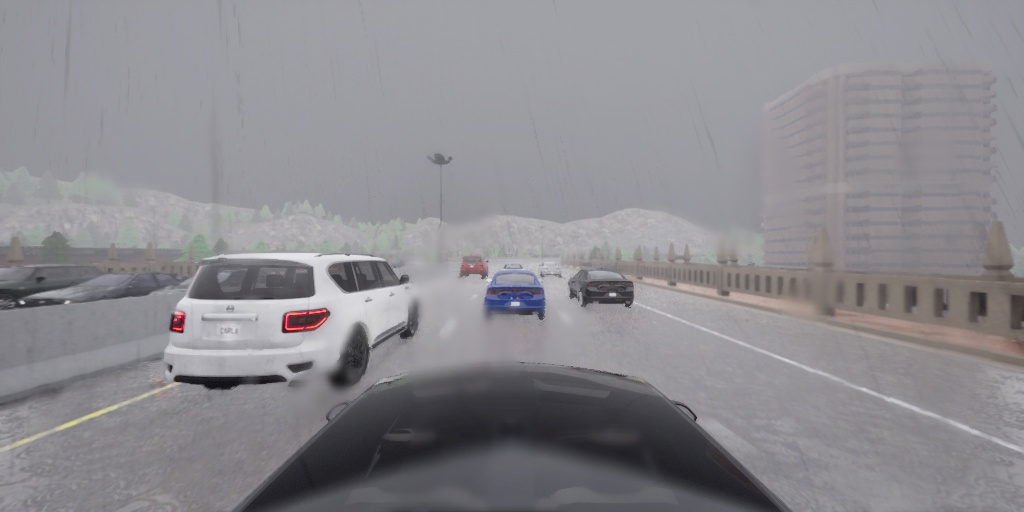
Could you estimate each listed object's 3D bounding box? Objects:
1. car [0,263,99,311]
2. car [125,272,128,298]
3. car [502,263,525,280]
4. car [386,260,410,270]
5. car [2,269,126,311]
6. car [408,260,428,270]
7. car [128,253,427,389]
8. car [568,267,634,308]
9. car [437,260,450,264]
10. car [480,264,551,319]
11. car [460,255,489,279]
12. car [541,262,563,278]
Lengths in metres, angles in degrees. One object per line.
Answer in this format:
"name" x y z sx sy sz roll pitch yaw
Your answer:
"car" -17.599 1.103 13.076 2.097 1.767 4.553 0 0 0
"car" -10.599 1.256 13.191 1.837 1.490 4.892 0 0 0
"car" 0.099 1.351 32.154 1.895 1.301 4.718 0 0 0
"car" -17.553 1.299 55.441 2.033 1.411 5.357 0 0 1
"car" -14.101 1.299 13.349 2.033 1.411 5.357 0 0 0
"car" -14.062 1.277 54.065 1.812 1.442 4.674 0 0 0
"car" -3.411 0.972 6.986 2.150 2.045 5.566 0 0 0
"car" 3.600 1.228 15.279 1.882 1.535 5.008 0 0 0
"car" -10.551 1.315 55.549 1.994 1.385 4.181 0 0 1
"car" 0.101 1.228 12.805 1.882 1.535 5.008 0 0 0
"car" -3.399 0.972 33.005 2.150 2.045 5.566 0 0 0
"car" 3.588 1.276 34.332 1.812 1.442 4.674 0 0 0
